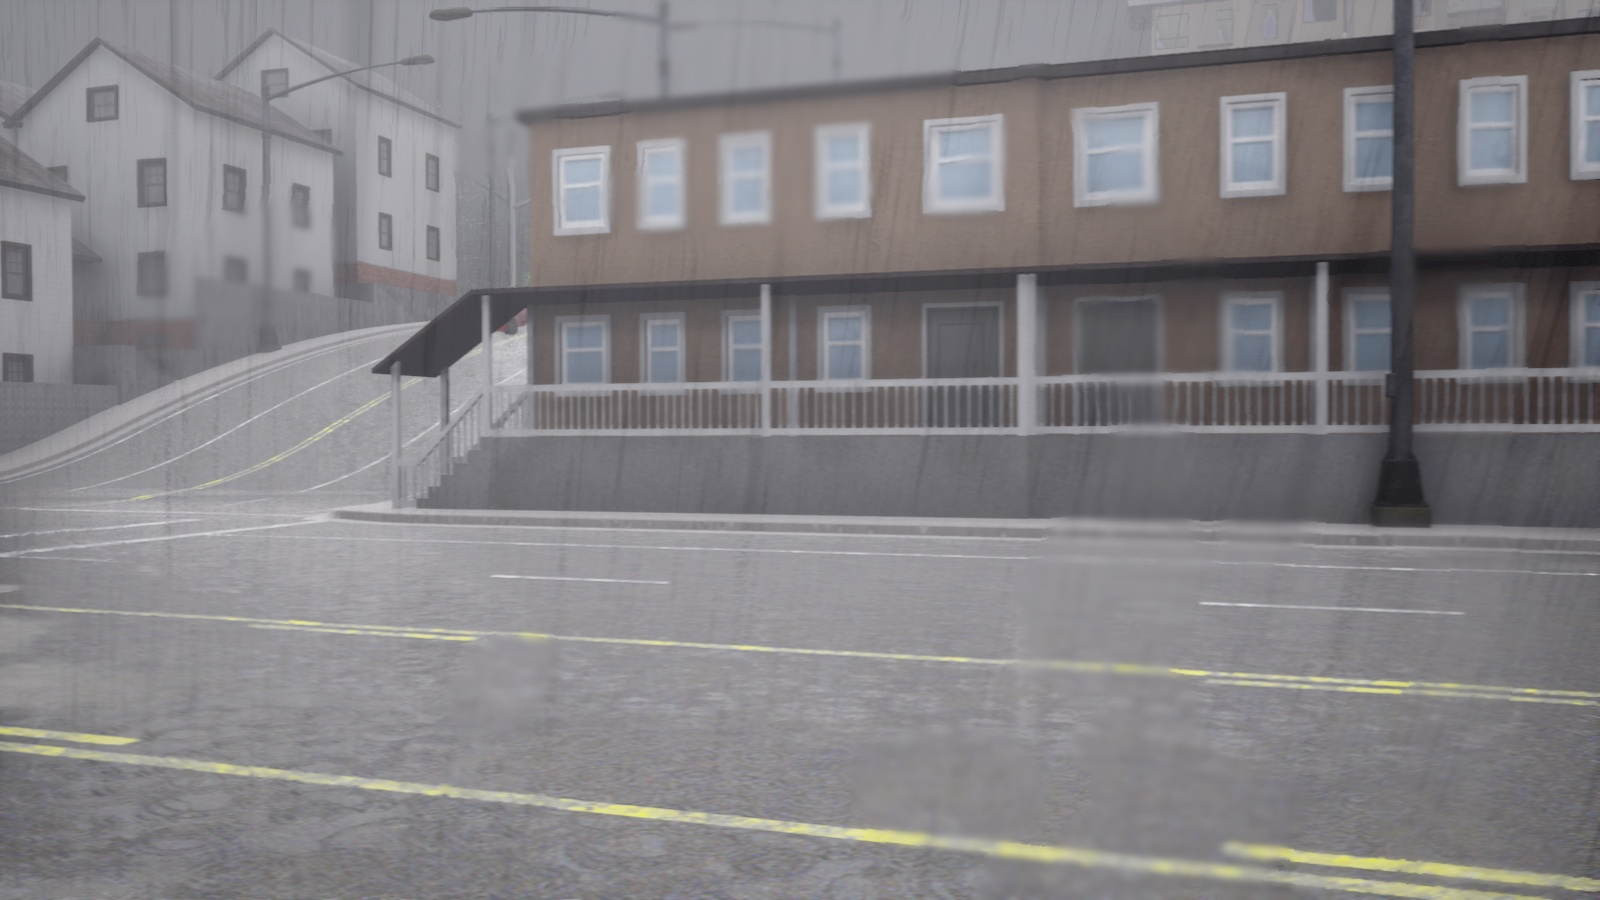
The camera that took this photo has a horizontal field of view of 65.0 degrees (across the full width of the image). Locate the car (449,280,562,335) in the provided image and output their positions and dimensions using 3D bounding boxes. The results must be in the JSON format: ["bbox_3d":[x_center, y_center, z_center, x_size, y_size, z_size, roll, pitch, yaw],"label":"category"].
[{"bbox_3d":[-11.856,-5.801,50.924,2.242,1.667,4.611,1,12,18],"label":"car"}]
